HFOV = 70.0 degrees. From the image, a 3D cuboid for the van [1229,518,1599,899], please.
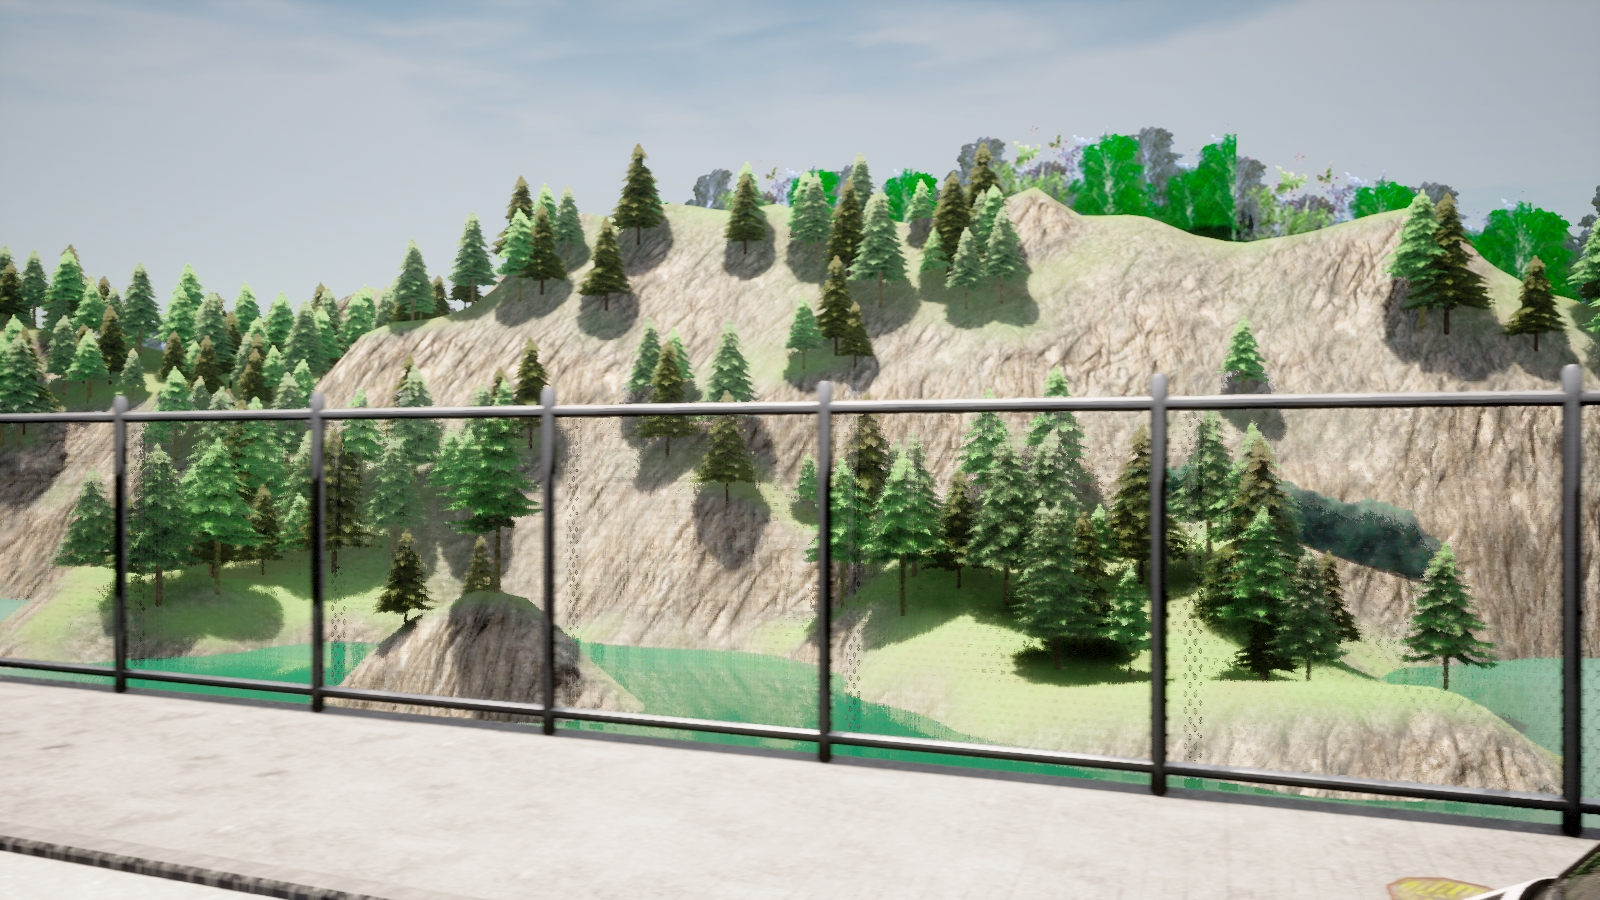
[{"bbox_3d":[4.053,1.534,2.352,5.915,2.561,1.988,0,0,20],"label":"van"}]
